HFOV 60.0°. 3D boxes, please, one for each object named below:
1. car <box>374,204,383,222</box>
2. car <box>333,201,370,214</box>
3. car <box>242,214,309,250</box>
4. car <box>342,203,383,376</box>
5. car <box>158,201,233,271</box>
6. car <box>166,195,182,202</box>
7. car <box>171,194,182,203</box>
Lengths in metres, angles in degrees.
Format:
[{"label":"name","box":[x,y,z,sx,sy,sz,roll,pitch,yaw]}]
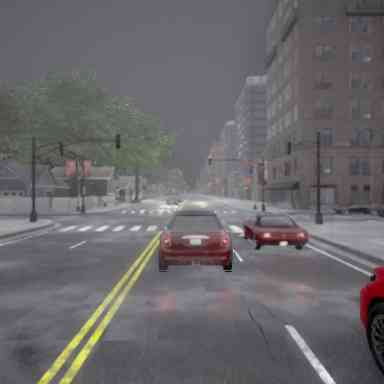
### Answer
[{"label":"car","box":[16.379,1.565,25.166,4.206,1.307,1.802,0,0,0]},{"label":"car","box":[16.373,1.602,33.191,4.313,1.339,1.947,0,0,0]},{"label":"car","box":[3.354,1.607,14.361,1.895,1.301,4.718,0,0,0]},{"label":"car","box":[3.345,1.223,2.205,2.150,2.045,5.566,0,0,1]},{"label":"car","box":[0.099,1.357,11.060,2.097,1.767,4.553,0,0,0]},{"label":"car","box":[-3.314,1.530,56.345,2.128,1.511,4.902,0,0,1]},{"label":"car","box":[-3.262,1.413,71.472,2.097,1.767,4.553,0,0,0]}]
